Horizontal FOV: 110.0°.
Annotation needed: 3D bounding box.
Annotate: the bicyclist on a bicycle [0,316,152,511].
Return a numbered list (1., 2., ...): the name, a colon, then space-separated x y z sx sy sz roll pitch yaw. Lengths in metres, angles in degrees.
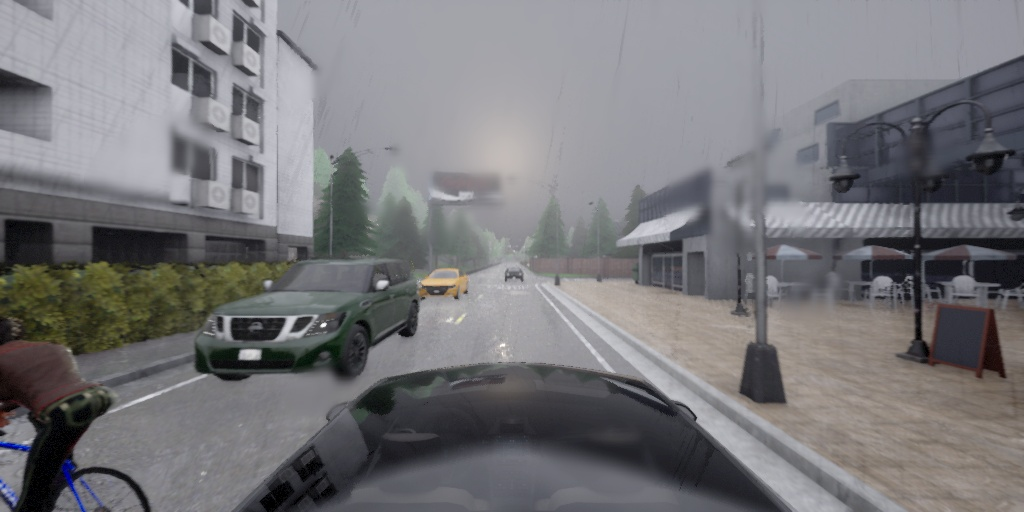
1. bicyclist on a bicycle: -3.088 1.208 2.259 1.656 1.620 0.582 -1 -1 0

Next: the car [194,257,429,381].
1. car: -3.580 1.035 7.690 2.150 2.045 5.566 0 -1 0

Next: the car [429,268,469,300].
1. car: -3.512 1.415 19.349 1.882 1.535 5.008 0 0 1

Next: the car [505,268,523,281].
1. car: 0.202 1.871 37.623 1.895 1.301 4.718 0 0 0
